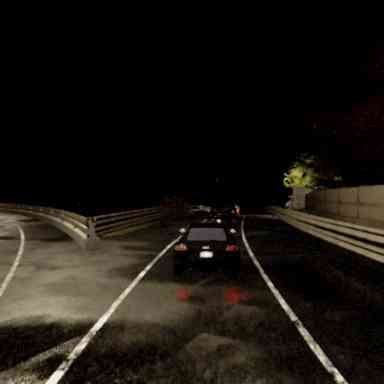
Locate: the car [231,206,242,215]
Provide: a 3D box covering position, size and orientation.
[{"bbox_3d":[8.747,3.656,64.838,1.882,1.535,5.008,0,-5,11],"label":"car"}]

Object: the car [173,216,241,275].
[{"bbox_3d":[0.517,1.712,11.079,1.994,1.385,4.181,0,-1,4],"label":"car"}]

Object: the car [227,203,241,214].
[{"bbox_3d":[7.092,2.848,55.778,2.097,1.767,4.553,0,-4,11],"label":"car"}]

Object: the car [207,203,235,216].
[{"bbox_3d":[2.269,1.865,26.515,1.837,1.490,4.892,0,-1,9],"label":"car"}]

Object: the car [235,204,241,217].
[{"bbox_3d":[4.454,2.181,40.163,2.128,1.511,4.902,0,-2,9],"label":"car"}]
